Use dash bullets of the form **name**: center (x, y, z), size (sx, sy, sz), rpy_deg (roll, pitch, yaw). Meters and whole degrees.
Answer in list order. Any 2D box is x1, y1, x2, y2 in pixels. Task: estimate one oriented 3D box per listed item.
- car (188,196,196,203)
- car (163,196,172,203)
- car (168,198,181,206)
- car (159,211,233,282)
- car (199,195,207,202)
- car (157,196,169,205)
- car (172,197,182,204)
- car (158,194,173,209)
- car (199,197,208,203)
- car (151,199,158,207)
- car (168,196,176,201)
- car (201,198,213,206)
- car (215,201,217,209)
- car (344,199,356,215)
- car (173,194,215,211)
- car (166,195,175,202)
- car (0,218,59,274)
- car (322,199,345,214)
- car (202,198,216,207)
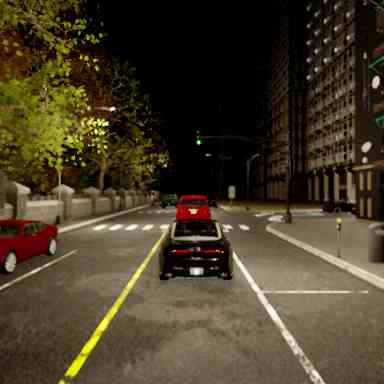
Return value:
- **car**: center (0.017, 1.674, 75.416), size (1.882, 1.535, 5.008), rpy_deg (0, 0, 0)
- **car**: center (-5.670, 1.734, 76.541), size (1.752, 1.417, 4.829), rpy_deg (0, 0, 0)
- **car**: center (-3.039, 1.710, 57.624), size (1.994, 1.385, 4.181), rpy_deg (0, 0, 1)
- **car**: center (0.101, 1.525, 9.842), size (1.837, 1.490, 4.892), rpy_deg (0, 0, 0)
- **car**: center (2.711, 1.670, 82.341), size (1.967, 1.590, 4.097), rpy_deg (0, 0, 0)
- **car**: center (-5.673, 1.612, 65.446), size (1.967, 1.590, 4.097), rpy_deg (0, 0, 0)
- **car**: center (-2.988, 1.776, 67.639), size (1.895, 1.301, 4.718), rpy_deg (0, 0, 0)
- **car**: center (-3.079, 1.338, 47.371), size (2.150, 2.045, 5.566), rpy_deg (0, 0, 0)
- **car**: center (2.710, 1.754, 76.709), size (1.887, 1.381, 4.507), rpy_deg (0, 0, 0)
- **car**: center (-5.676, 1.718, 54.180), size (1.802, 1.307, 4.206), rpy_deg (0, 0, 0)
- **car**: center (-5.667, 1.817, 93.607), size (1.887, 1.381, 4.507), rpy_deg (0, 0, 0)
- **car**: center (2.705, 1.719, 59.811), size (1.947, 1.339, 4.313), rpy_deg (0, 0, 0)
- **car**: center (2.702, 1.686, 48.546), size (1.947, 1.339, 4.313), rpy_deg (0, 0, 0)
- **car**: center (14.679, 1.333, 25.953), size (4.313, 1.339, 1.947), rpy_deg (-1, 1, 0)
- **car**: center (0.095, 1.273, 22.148), size (2.150, 2.045, 5.566), rpy_deg (0, 0, 0)
- **car**: center (-5.668, 1.691, 87.975), size (1.967, 1.590, 4.097), rpy_deg (0, 0, 0)
- **car**: center (-5.815, 1.567, 10.630), size (1.887, 1.381, 4.507), rpy_deg (0, 0, 0)
- **car**: center (14.678, 1.368, 31.753), size (4.181, 1.385, 1.994), rpy_deg (-1, 0, 0)
- **car**: center (2.704, 1.702, 54.179), size (1.947, 1.339, 4.313), rpy_deg (0, 0, 0)
